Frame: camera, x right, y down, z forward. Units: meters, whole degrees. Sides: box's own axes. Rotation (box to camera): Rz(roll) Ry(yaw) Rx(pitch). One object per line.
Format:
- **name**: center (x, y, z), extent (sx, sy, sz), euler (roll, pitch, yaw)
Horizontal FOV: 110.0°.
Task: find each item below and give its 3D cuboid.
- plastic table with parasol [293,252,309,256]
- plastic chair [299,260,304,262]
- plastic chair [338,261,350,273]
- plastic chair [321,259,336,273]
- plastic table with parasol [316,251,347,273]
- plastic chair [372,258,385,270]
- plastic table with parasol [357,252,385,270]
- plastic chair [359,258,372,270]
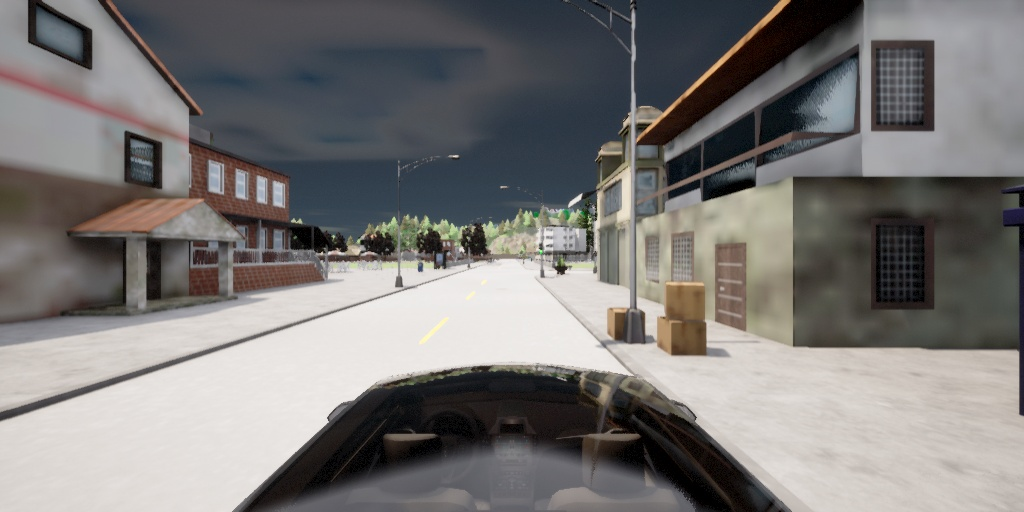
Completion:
- **plastic table with parasol**: center (-26.900, 0.642, 43.454), extent (2.482, 2.480, 2.482), euler (0, 0, 0)
- **plastic chair**: center (-25.700, 1.246, 43.404), extent (0.730, 1.272, 0.750), euler (0, 0, 0)
- **plastic chair**: center (-18.700, 1.247, 40.302), extent (0.730, 1.272, 0.750), euler (0, 0, 0)
- **plastic chair**: center (-20.000, 1.246, 39.103), extent (0.750, 1.272, 0.730), euler (0, 0, 0)
- **plastic table with parasol**: center (-19.920, 0.642, 40.423), extent (2.482, 2.480, 2.482), euler (0, 0, 0)
- **plastic chair**: center (-17.899, 1.248, 48.102), extent (0.730, 1.272, 0.750), euler (0, 0, 0)
- **plastic table with parasol**: center (-19.169, 0.644, 48.243), extent (2.482, 2.480, 2.482), euler (0, 0, 0)
- **plastic chair**: center (-19.199, 1.247, 46.903), extent (0.750, 1.272, 0.730), euler (0, 0, 0)
